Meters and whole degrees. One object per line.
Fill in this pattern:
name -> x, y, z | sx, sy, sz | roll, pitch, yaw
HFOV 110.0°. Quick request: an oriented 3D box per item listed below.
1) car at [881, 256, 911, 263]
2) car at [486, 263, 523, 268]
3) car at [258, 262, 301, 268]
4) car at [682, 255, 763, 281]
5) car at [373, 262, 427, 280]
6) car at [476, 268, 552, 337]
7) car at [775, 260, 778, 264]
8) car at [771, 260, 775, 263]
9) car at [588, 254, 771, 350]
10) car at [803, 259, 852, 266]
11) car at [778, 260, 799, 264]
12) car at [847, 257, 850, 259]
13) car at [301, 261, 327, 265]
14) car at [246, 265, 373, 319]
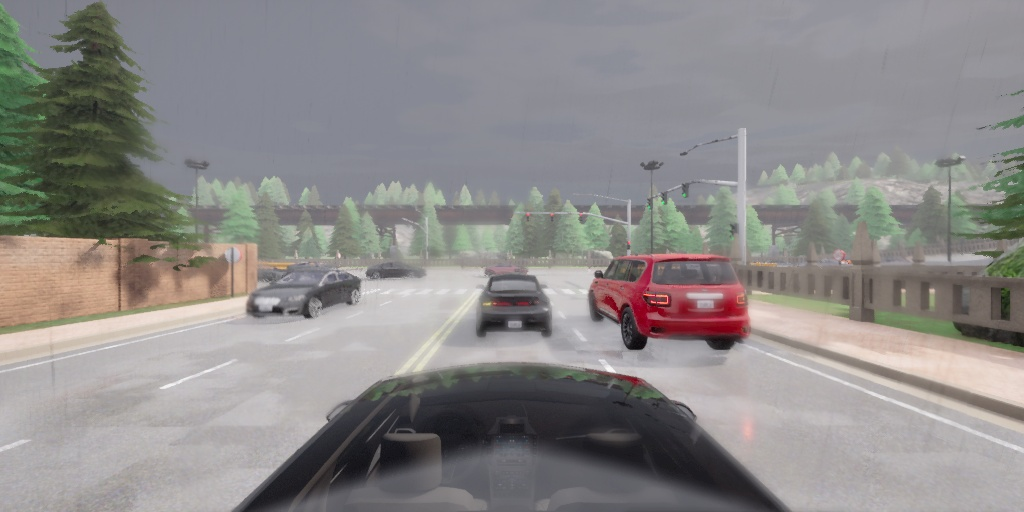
car -> 42.803, 0.891, 41.153 | 4.553, 1.767, 2.097 | -2, 0, 0
car -> -0.523, 1.314, 33.816 | 4.181, 1.385, 1.994 | 0, 0, 0
car -> -18.656, 1.314, 26.781 | 4.181, 1.385, 1.994 | 0, 0, 0
car -> 17.718, 0.973, 30.351 | 5.566, 2.045, 2.150 | 0, 0, 0
car -> -9.716, 1.257, 30.297 | 4.892, 1.490, 1.837 | -1, 0, 0
car -> 0.019, 1.255, 10.296 | 1.837, 1.490, 4.892 | 0, 0, -1
car -> 34.745, 1.240, 48.111 | 4.892, 1.490, 1.837 | 0, 0, 0
car -> 29.228, 1.242, 44.585 | 4.902, 1.511, 2.128 | 0, 0, 0
car -> 3.516, 0.971, 9.196 | 2.150, 2.045, 5.566 | 0, 0, 0
car -> 30.759, 1.275, 33.892 | 4.674, 1.442, 1.812 | 0, 0, 0
car -> 34.171, 1.287, 41.111 | 5.357, 1.411, 2.033 | 0, 0, 0
car -> 39.210, 1.183, 44.638 | 4.674, 1.442, 1.812 | -1, 0, 0
car -> -18.620, 1.241, 33.779 | 4.902, 1.511, 2.128 | 0, 0, 0
car -> -7.092, 1.241, 12.801 | 2.128, 1.511, 4.902 | 0, 0, 0
